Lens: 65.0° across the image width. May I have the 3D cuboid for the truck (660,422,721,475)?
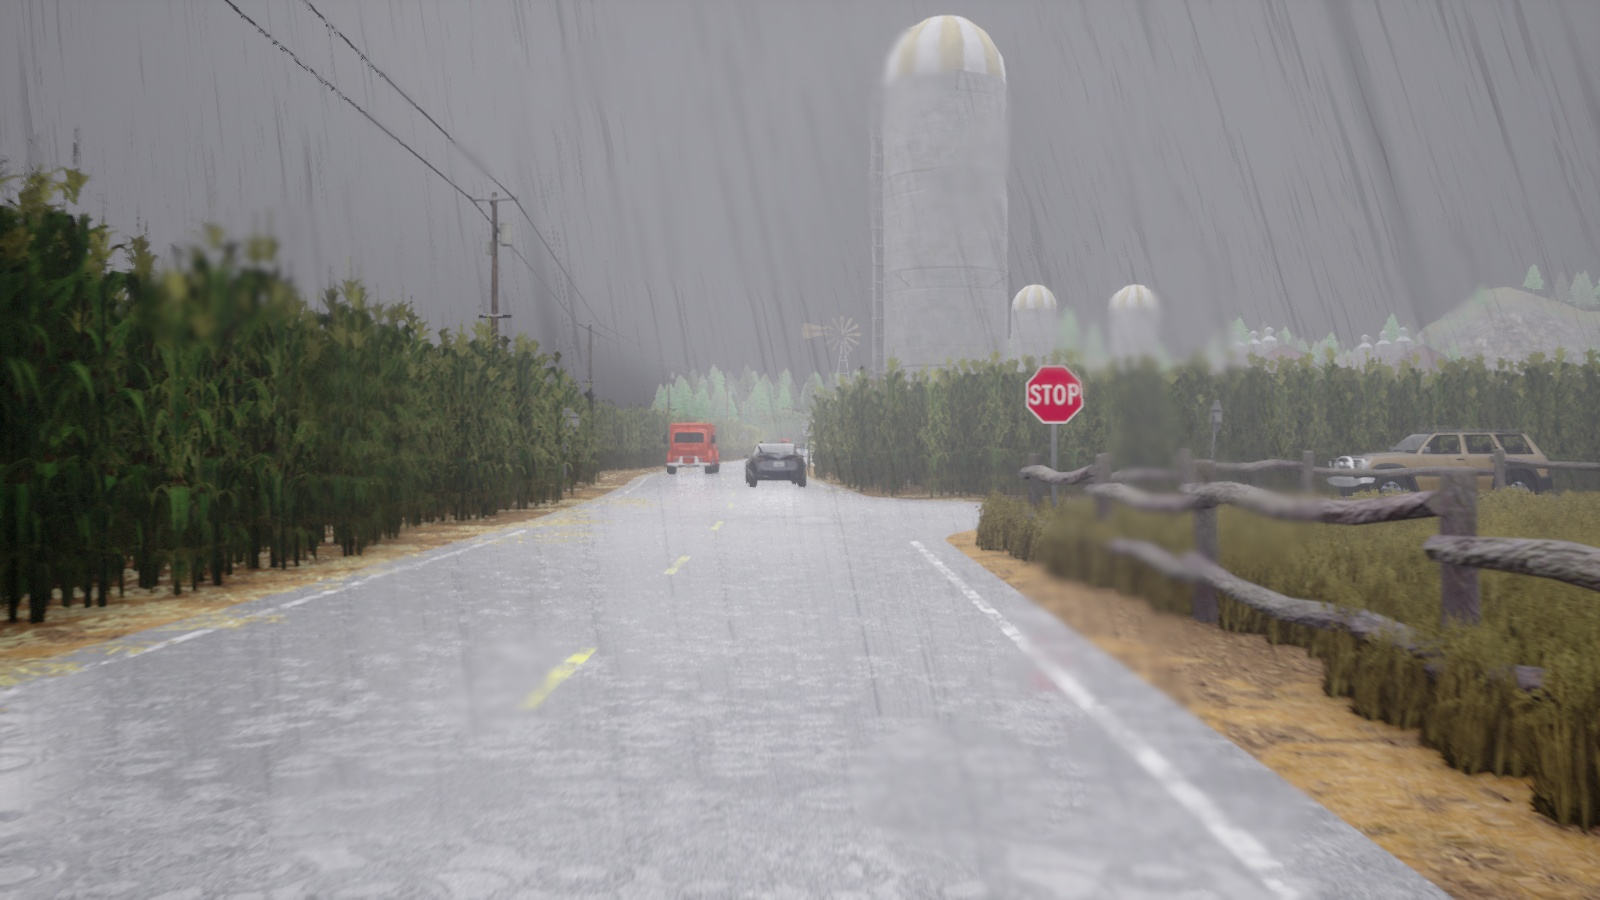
[{"bbox_3d":[-5.295,-0.091,61.423,2.627,2.467,5.204,0,0,-1],"label":"truck"}]

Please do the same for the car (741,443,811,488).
[{"bbox_3d":[-0.893,0.498,43.969,2.163,1.488,4.792,0,0,-4],"label":"car"}]

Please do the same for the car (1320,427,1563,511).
[{"bbox_3d":[14.688,0.412,28.942,4.605,1.855,1.932,0,0,0],"label":"car"}]
